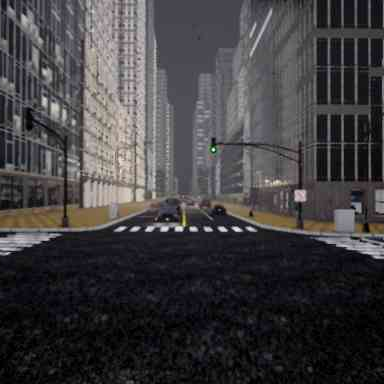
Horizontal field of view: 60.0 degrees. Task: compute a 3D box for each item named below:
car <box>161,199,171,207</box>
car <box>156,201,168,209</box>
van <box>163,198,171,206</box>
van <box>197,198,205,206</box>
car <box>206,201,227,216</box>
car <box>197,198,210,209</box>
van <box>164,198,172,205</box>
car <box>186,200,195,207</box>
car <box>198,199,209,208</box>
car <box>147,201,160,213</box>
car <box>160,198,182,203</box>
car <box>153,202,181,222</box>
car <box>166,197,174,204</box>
[{"bbox_3d":[-5.709,2.352,72.520,1.967,1.590,4.097,0,-1,-1],"label":"car"},{"bbox_3d":[-5.430,2.346,61.467,1.947,1.339,4.313,0,-1,-1],"label":"car"},{"bbox_3d":[-5.848,2.318,78.046,1.690,1.788,3.998,0,-1,-1],"label":"van"},{"bbox_3d":[2.030,2.354,78.245,1.690,1.788,3.998,0,-1,-1],"label":"van"},{"bbox_3d":[3.054,2.111,39.566,1.947,1.339,4.313,0,-1,-1],"label":"car"},{"bbox_3d":[2.448,2.131,61.668,2.192,1.841,5.009,0,-1,-1],"label":"car"},{"bbox_3d":[-5.987,2.384,83.572,1.690,1.788,3.998,0,-1,-1],"label":"van"},{"bbox_3d":[-0.333,2.452,70.612,2.033,1.411,5.357,0,-1,-1],"label":"car"},{"bbox_3d":[2.308,2.322,67.193,1.967,1.590,4.097,0,-1,-1],"label":"car"},{"bbox_3d":[-5.012,2.160,44.890,1.802,1.307,4.206,0,-1,-1],"label":"car"},{"bbox_3d":[-2.467,1.773,41.958,2.150,2.045,5.566,0,-1,-1],"label":"car"},{"bbox_3d":[-2.203,1.965,31.221,2.033,1.411,5.357,0,-1,-2],"label":"car"},{"bbox_3d":[-6.266,2.489,94.623,2.192,1.841,5.009,0,-1,-1],"label":"car"}]
